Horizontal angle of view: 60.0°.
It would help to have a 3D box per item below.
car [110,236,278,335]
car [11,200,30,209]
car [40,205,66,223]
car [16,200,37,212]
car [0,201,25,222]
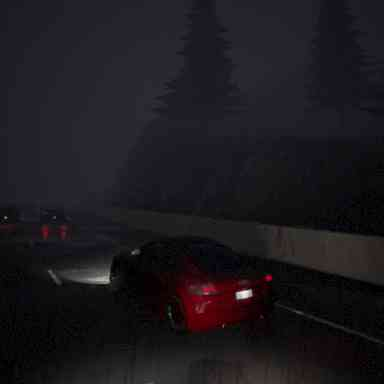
[{"bbox_3d":[-0.235,1.643,7.071,1.994,1.385,4.181,0,-1,-33],"label":"car"},{"bbox_3d":[-29.709,2.113,57.722,1.812,1.442,4.674,0,-1,-14],"label":"car"},{"bbox_3d":[-11.814,1.818,28.294,1.812,1.442,4.674,0,0,-25],"label":"car"},{"bbox_3d":[-22.374,2.009,45.207,2.033,1.411,5.357,0,-1,-18],"label":"car"},{"bbox_3d":[-15.834,1.795,28.716,1.837,1.490,4.892,0,-1,-24],"label":"car"}]
